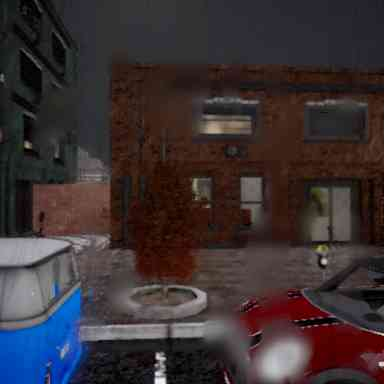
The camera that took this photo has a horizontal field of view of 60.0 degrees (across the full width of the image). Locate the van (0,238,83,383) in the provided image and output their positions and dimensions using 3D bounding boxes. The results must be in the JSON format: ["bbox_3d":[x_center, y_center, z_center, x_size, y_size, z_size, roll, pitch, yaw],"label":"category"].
[{"bbox_3d":[-3.153,1.373,3.306,3.998,1.788,1.690,0,-1,-5],"label":"van"}]

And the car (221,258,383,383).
[{"bbox_3d":[2.376,1.505,3.763,4.097,1.590,1.967,0,-1,-5],"label":"car"}]
